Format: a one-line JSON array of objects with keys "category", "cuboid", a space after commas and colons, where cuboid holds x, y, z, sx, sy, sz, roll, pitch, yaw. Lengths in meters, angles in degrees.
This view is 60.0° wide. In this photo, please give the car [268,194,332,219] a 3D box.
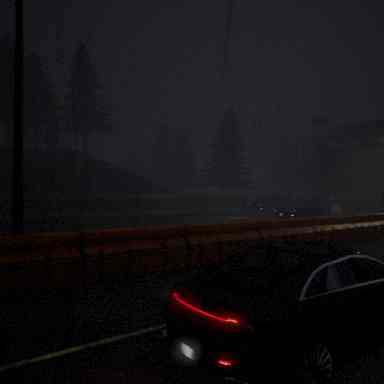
[{"category": "car", "cuboid": [9.254, 1.425, 27.608, 5.566, 2.045, 2.150, 1, -1, -34]}]

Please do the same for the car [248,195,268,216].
[{"category": "car", "cuboid": [8.560, 1.281, 35.607, 5.566, 2.045, 2.150, 0, 0, -35]}]

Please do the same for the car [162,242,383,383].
[{"category": "car", "cuboid": [1.910, 1.530, 5.053, 4.902, 1.511, 2.128, 0, 0, -36]}]
